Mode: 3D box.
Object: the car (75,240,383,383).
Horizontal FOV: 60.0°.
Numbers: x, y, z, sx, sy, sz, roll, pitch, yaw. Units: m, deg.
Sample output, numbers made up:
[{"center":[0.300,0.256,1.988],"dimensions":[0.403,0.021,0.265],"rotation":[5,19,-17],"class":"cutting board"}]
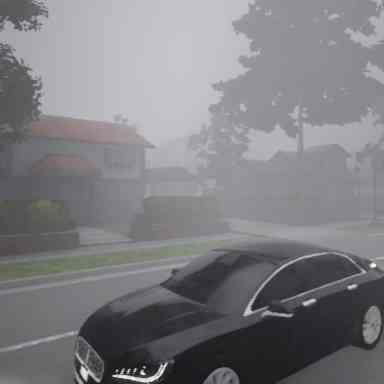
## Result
[{"center":[0.920,1.511,4.660],"dimensions":[4.892,1.490,1.837],"rotation":[0,0,-36],"class":"car"}]
